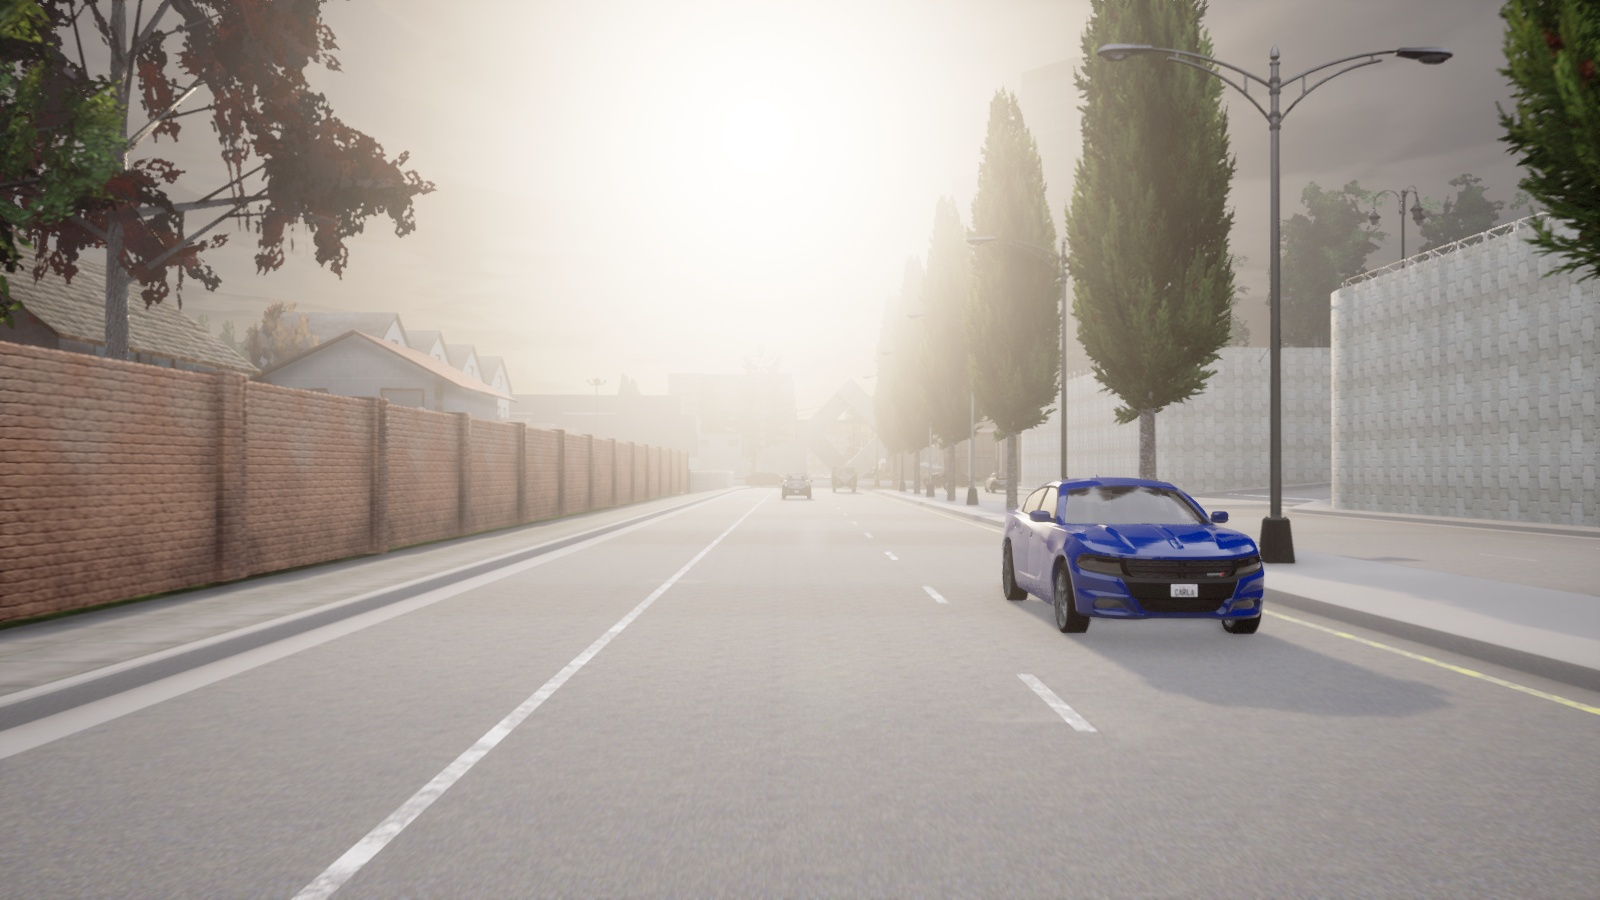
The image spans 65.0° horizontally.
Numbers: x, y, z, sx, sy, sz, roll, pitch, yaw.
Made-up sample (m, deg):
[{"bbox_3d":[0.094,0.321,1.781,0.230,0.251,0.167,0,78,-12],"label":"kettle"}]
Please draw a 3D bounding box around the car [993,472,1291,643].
[{"bbox_3d":[3.466,1.010,13.819,1.882,1.535,5.008,0,-1,0],"label":"car"}]

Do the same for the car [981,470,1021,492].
[{"bbox_3d":[14.776,2.261,92.561,2.128,1.511,4.902,0,-1,0],"label":"car"}]

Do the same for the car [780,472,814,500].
[{"bbox_3d":[-0.170,2.009,70.445,1.845,1.501,3.633,0,-1,0],"label":"car"}]

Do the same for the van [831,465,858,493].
[{"bbox_3d":[3.275,2.106,92.671,1.775,1.987,4.442,0,-1,0],"label":"van"}]
